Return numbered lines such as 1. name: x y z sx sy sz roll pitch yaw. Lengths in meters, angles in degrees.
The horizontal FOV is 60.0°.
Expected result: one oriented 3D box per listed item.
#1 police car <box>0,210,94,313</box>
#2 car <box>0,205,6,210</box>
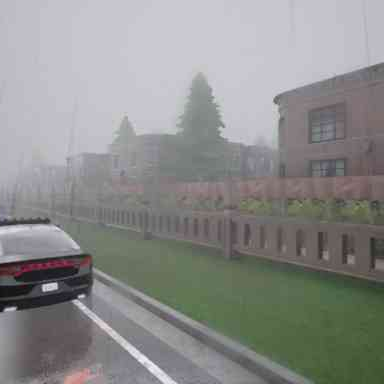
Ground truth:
1. police car: -3.958 1.425 7.785 1.930 1.638 5.238 0 0 -36
2. car: -9.780 1.351 15.743 2.097 1.767 4.553 0 0 -36
